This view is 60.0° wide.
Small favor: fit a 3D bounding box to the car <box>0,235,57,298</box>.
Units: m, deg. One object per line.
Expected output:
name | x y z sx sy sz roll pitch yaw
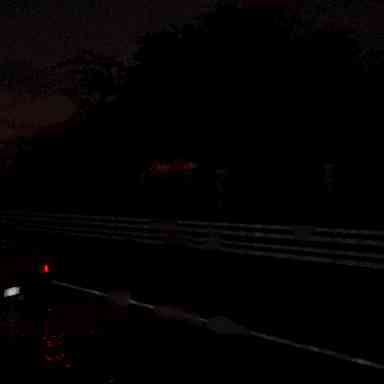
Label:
car | -5.298 1.670 7.777 4.718 1.301 1.895 -1 0 36
